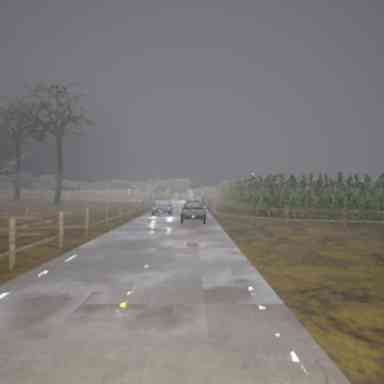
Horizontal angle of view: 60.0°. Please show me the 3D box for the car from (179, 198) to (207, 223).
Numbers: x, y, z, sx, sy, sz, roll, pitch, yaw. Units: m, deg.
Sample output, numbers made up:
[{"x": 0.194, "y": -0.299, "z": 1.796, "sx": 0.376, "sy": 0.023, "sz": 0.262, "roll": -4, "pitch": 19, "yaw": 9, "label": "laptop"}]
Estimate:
[{"x": 0.091, "y": 1.466, "z": 24.906, "sx": 2.128, "sy": 1.511, "sz": 4.902, "roll": 0, "pitch": 0, "yaw": 0, "label": "car"}]

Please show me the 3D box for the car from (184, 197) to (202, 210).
[{"x": 0.087, "y": 1.452, "z": 42.320, "sx": 2.128, "sy": 1.511, "sz": 4.902, "roll": 0, "pitch": 0, "yaw": 0, "label": "car"}]

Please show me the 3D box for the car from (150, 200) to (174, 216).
[{"x": -2.772, "y": 1.489, "z": 32.044, "sx": 1.812, "sy": 1.442, "sz": 4.674, "roll": 0, "pitch": 0, "yaw": 0, "label": "car"}]
